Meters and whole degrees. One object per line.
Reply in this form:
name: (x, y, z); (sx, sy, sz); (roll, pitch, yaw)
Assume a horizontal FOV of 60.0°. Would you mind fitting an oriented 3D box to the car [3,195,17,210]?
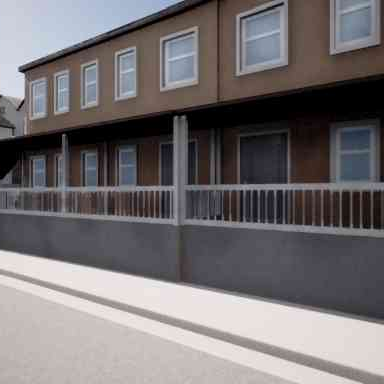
car: (-15.560, 1.057, 28.146); (1.994, 1.385, 4.181); (0, 14, 35)
